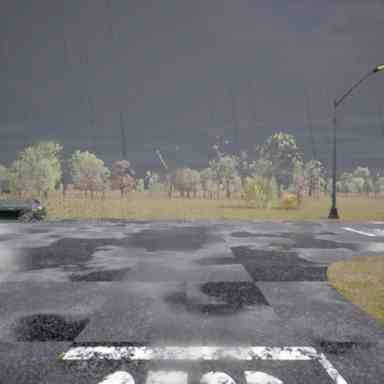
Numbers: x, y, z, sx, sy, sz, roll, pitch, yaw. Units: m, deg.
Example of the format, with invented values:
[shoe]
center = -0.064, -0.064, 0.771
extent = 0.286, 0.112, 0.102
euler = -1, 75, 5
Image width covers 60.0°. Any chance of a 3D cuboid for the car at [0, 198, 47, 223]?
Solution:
[car]
center = -12.897, 1.183, 23.726
extent = 4.553, 1.767, 2.097
euler = 1, 1, 0
